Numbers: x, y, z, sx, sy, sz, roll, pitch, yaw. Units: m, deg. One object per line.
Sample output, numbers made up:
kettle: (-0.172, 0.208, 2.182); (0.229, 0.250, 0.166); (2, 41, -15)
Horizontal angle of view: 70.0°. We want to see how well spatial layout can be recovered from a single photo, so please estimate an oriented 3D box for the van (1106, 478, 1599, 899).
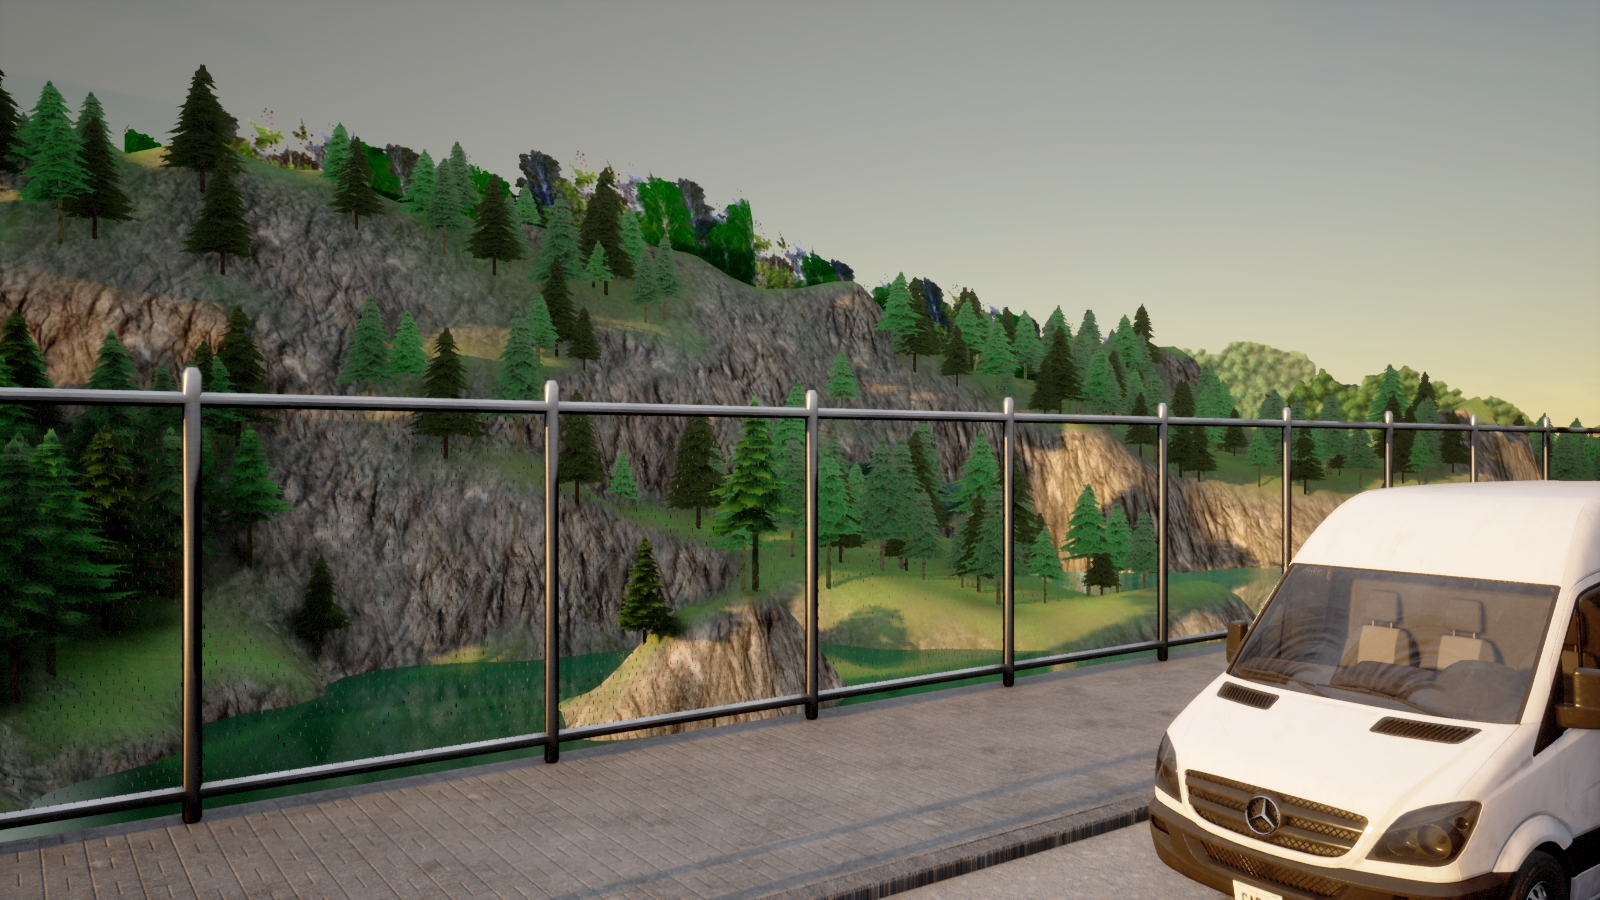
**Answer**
van: (4.843, 1.531, 7.777); (5.915, 2.561, 1.988); (0, 0, -35)
